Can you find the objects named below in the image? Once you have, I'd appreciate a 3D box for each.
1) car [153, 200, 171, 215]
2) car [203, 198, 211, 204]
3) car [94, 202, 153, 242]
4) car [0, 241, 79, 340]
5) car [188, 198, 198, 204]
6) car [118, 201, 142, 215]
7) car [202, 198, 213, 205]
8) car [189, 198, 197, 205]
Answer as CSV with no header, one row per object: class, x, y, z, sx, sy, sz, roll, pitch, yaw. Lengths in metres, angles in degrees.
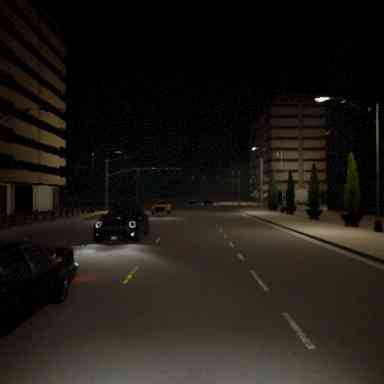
car,-3.392,1.641,37.532,1.882,1.535,5.008,0,-1,0
car,3.819,2.290,86.107,1.812,1.442,4.674,0,-1,5
car,-3.532,1.517,17.335,2.097,1.767,4.553,0,-1,1
car,-3.587,1.601,5.641,2.033,1.411,5.357,0,-1,0
car,0.320,2.284,86.146,2.128,1.511,4.902,0,-1,5
car,-6.892,1.757,37.511,1.895,1.301,4.718,0,-1,0
car,3.721,2.197,75.733,1.882,1.535,5.008,0,-1,0
car,0.221,2.321,76.179,1.895,1.301,4.718,0,-1,0
